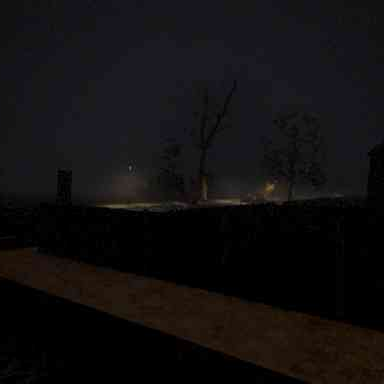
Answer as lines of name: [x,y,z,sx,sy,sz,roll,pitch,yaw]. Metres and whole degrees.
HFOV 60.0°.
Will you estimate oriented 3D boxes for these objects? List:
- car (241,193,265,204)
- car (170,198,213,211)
car: [9.132,0.941,49.400,2.033,1.411,5.357,6,3,32]
car: [0.140,1.250,30.088,1.895,1.301,4.718,6,3,32]
